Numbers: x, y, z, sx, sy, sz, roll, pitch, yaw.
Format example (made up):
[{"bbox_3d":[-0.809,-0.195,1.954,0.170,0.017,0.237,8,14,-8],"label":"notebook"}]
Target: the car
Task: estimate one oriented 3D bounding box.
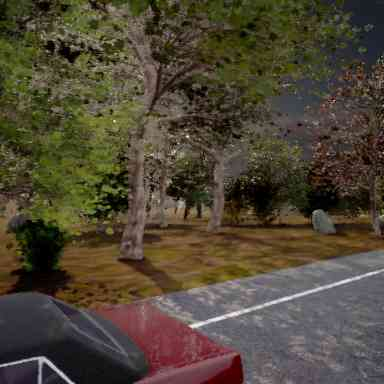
[{"bbox_3d":[-1.950,1.605,2.307,4.718,1.301,1.895,0,0,-35],"label":"car"}]
